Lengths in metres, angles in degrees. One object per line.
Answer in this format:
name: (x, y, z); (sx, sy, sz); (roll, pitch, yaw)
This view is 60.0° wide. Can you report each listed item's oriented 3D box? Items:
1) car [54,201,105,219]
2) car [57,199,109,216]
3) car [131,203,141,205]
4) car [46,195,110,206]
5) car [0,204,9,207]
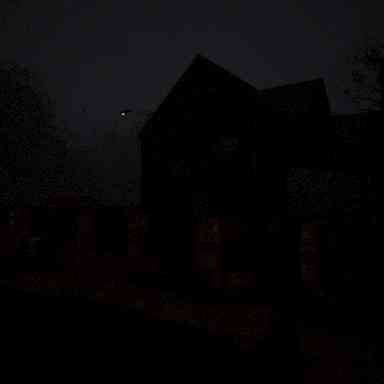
car: (-10.486, 1.641, 31.257); (1.994, 1.385, 4.181); (0, 0, 35)
car: (-11.518, 1.582, 35.415); (2.128, 1.511, 4.902); (0, 0, 35)
car: (-5.791, 1.722, 43.488); (1.895, 1.301, 4.718); (0, 0, 35)
car: (-9.108, 1.287, 27.230); (2.150, 2.045, 5.566); (0, 0, 35)
car: (-15.563, 1.648, 24.069); (1.895, 1.301, 4.718); (0, 0, 35)
